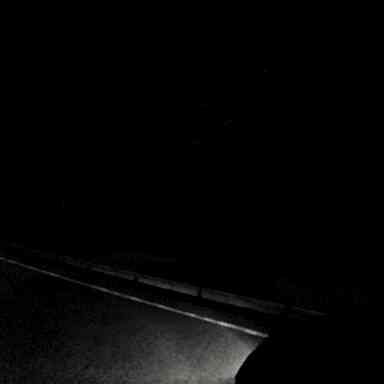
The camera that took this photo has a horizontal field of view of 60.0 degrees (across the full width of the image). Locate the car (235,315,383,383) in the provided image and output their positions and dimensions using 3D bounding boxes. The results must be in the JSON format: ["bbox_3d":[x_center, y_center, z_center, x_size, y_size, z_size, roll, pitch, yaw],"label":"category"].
[{"bbox_3d":[2.889,1.554,1.982,5.357,1.411,2.033,0,0,36],"label":"car"}]
